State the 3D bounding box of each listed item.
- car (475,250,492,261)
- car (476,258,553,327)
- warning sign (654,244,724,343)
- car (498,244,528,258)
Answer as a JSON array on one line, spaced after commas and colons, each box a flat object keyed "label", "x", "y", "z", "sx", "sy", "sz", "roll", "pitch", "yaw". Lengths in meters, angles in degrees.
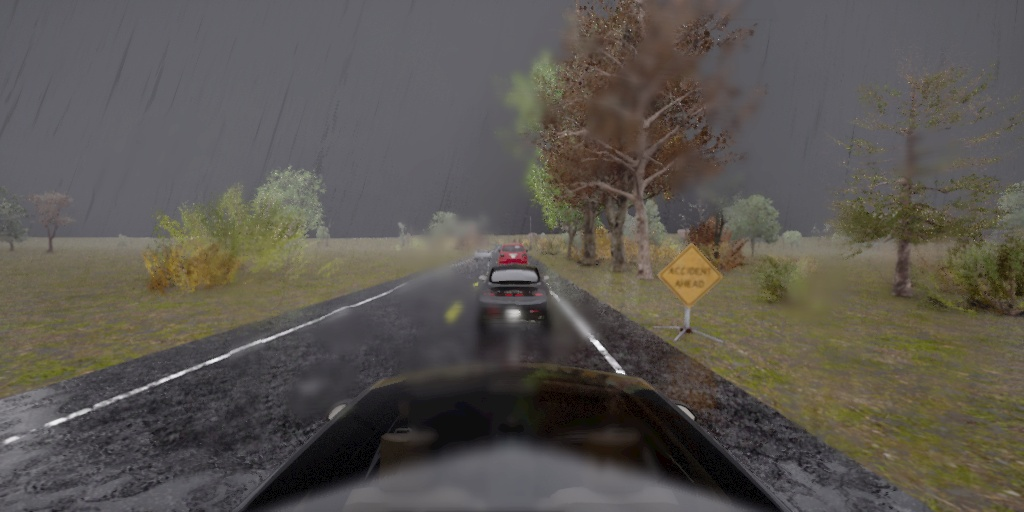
[{"label": "car", "x": -3.578, "y": -0.129, "z": 44.990, "sx": 1.895, "sy": 1.301, "sz": 4.718, "roll": 0, "pitch": 2, "yaw": 0}, {"label": "car", "x": 0.072, "y": 0.966, "z": 10.274, "sx": 1.837, "sy": 1.490, "sz": 4.892, "roll": 0, "pitch": 2, "yaw": 0}, {"label": "warning sign", "x": 3.552, "y": 0.678, "z": 7.310, "sx": 1.300, "sy": 1.860, "sz": 1.060, "roll": 0, "pitch": 0, "yaw": 0}, {"label": "car", "x": 0.095, "y": 0.065, "z": 28.536, "sx": 2.150, "sy": 2.045, "sz": 5.566, "roll": 0, "pitch": 2, "yaw": 0}]
